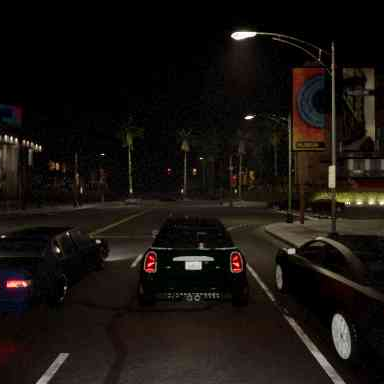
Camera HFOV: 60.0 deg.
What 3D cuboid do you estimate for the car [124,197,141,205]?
[{"bbox_3d":[-10.114,1.525,56.999,1.812,1.442,4.674,0,0,9],"label":"car"}]

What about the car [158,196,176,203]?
[{"bbox_3d":[-5.388,1.540,72.219,2.033,1.411,5.357,0,0,26],"label":"car"}]

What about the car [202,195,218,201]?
[{"bbox_3d":[4.617,1.500,85.295,4.892,1.490,1.837,0,0,-44],"label":"car"}]

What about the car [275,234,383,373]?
[{"bbox_3d":[2.880,1.480,5.816,2.097,1.535,5.008,0,0,-1],"label":"car"}]

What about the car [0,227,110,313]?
[{"bbox_3d":[-3.469,1.547,7.934,2.033,1.411,5.357,0,0,0],"label":"car"}]

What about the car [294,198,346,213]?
[{"bbox_3d":[14.236,1.478,36.574,5.008,1.535,1.882,0,0,0],"label":"car"}]

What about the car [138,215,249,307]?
[{"bbox_3d":[0.032,1.352,8.153,2.097,1.767,4.553,0,0,0],"label":"car"}]

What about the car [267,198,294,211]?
[{"bbox_3d":[11.572,1.505,40.320,4.892,1.490,1.837,0,0,5],"label":"car"}]
